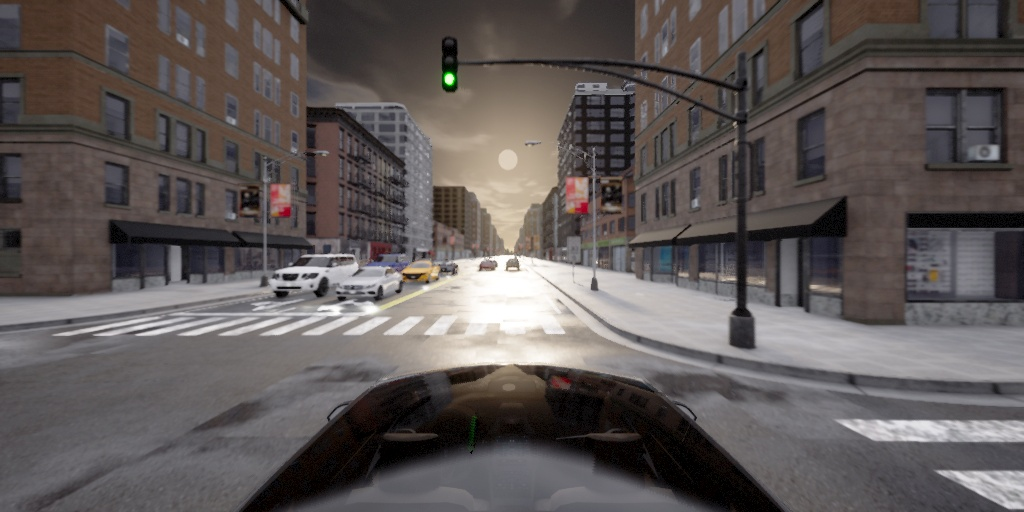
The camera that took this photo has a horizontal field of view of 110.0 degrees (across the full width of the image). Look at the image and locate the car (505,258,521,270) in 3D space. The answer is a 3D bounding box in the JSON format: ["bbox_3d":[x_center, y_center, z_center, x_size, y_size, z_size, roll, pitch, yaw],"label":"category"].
[{"bbox_3d":[0.118,1.061,47.956,1.837,1.490,4.892,0,0,0],"label":"car"}]

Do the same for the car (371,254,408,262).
[{"bbox_3d":[-9.841,0.856,28.928,2.150,2.045,5.566,0,0,0],"label":"car"}]

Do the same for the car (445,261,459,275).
[{"bbox_3d":[-6.576,1.167,36.470,1.994,1.385,4.181,0,0,0],"label":"car"}]

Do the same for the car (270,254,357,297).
[{"bbox_3d":[-9.846,0.900,18.559,2.150,2.045,5.566,0,0,0],"label":"car"}]

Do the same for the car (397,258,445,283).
[{"bbox_3d":[-6.589,1.124,26.435,1.882,1.535,5.008,0,0,0],"label":"car"}]

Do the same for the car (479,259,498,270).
[{"bbox_3d":[-3.233,1.124,46.826,1.994,1.385,4.181,0,0,0],"label":"car"}]

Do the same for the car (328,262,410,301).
[{"bbox_3d":[-6.595,1.211,17.164,1.812,1.442,4.674,0,0,0],"label":"car"}]
